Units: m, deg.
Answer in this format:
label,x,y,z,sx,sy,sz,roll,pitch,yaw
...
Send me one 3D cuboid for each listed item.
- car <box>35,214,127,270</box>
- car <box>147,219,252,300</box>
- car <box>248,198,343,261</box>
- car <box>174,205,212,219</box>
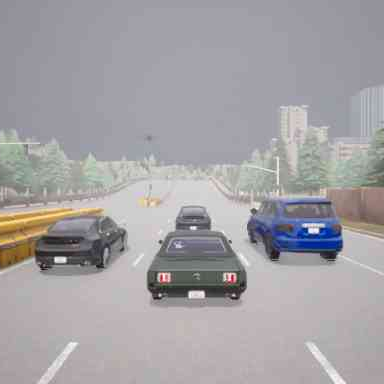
label,x,y,z,sx,sy,sz,roll,pitch,yaw
car,-3.421,1.506,11.054,1.837,1.490,4.892,0,0,0
car,0.085,1.601,8.348,1.895,1.301,4.718,0,0,0
car,3.565,1.223,12.460,2.150,2.045,5.566,0,0,0
car,0.065,1.505,18.585,1.837,1.490,4.892,0,0,0
